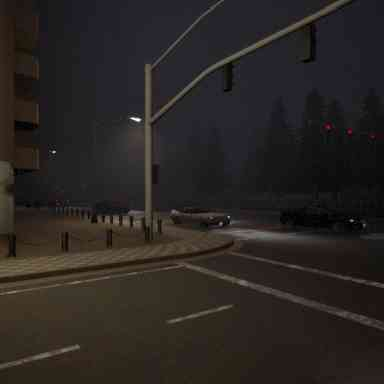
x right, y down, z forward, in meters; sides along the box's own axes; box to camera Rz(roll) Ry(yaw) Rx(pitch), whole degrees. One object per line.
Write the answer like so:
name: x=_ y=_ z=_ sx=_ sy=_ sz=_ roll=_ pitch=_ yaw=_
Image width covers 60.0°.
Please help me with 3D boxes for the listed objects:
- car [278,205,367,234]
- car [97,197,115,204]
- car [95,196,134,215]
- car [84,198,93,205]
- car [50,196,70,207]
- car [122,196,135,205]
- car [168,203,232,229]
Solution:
car: x=7.477 y=1.532 z=19.469 sx=2.128 sy=1.511 sz=4.902 roll=0 pitch=-1 yaw=-43
car: x=-16.676 y=1.656 z=64.486 sx=1.895 sy=1.301 sz=4.718 roll=0 pitch=0 yaw=-36
car: x=-8.235 y=1.533 z=34.481 sx=1.882 sy=1.535 sz=5.008 roll=0 pitch=1 yaw=-36
car: x=-18.003 y=1.656 z=60.366 sx=1.895 sy=1.301 sz=4.718 roll=0 pitch=0 yaw=-36
car: x=-20.645 y=1.405 z=51.880 sx=2.097 sy=1.767 sz=4.553 roll=0 pitch=0 yaw=-36
car: x=-9.660 y=1.548 z=42.462 sx=2.128 sy=1.511 sz=4.902 roll=0 pitch=0 yaw=-36
car: x=0.503 y=1.656 z=22.335 sx=1.895 sy=1.301 sz=4.718 roll=0 pitch=0 yaw=-36
